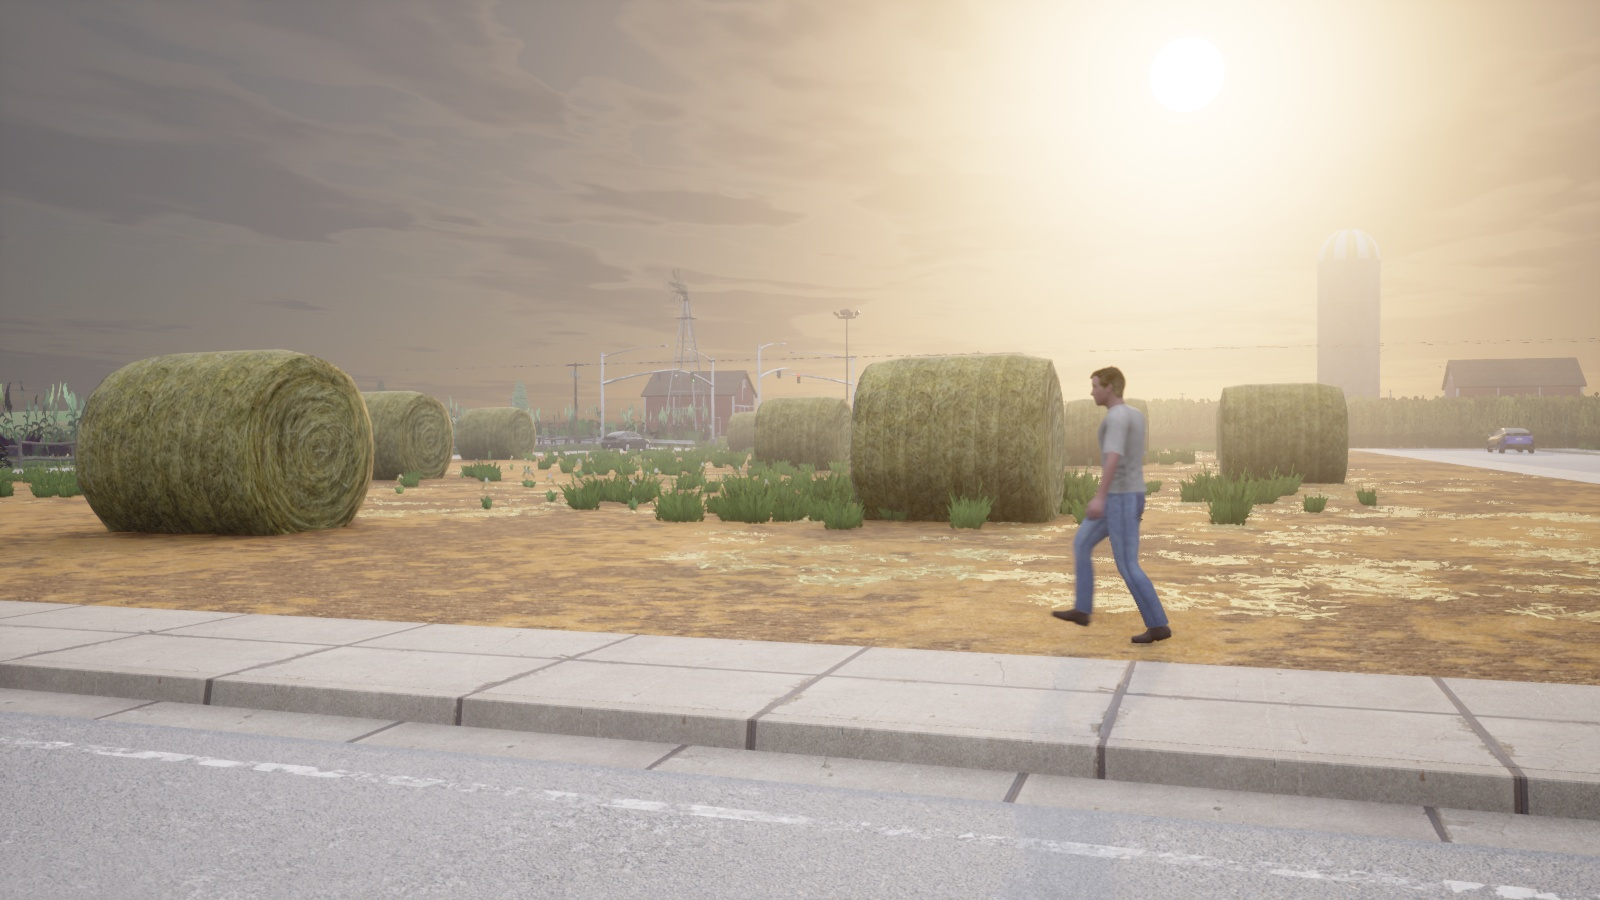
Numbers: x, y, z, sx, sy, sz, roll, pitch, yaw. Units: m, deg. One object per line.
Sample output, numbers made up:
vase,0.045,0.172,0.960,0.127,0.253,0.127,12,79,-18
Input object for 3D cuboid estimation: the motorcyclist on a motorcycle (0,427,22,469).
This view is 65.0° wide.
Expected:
motorcyclist on a motorcycle,-29.493,-0.067,45.588,0.797,1.523,2.044,1,1,21

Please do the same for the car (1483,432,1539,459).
car,42.237,-0.291,74.686,2.007,1.525,4.514,1,1,18

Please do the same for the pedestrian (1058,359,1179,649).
pedestrian,2.093,0.338,8.251,0.706,1.836,0.354,1,1,24

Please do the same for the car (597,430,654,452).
car,-12.362,-0.680,89.347,1.837,1.490,4.892,1,1,21
